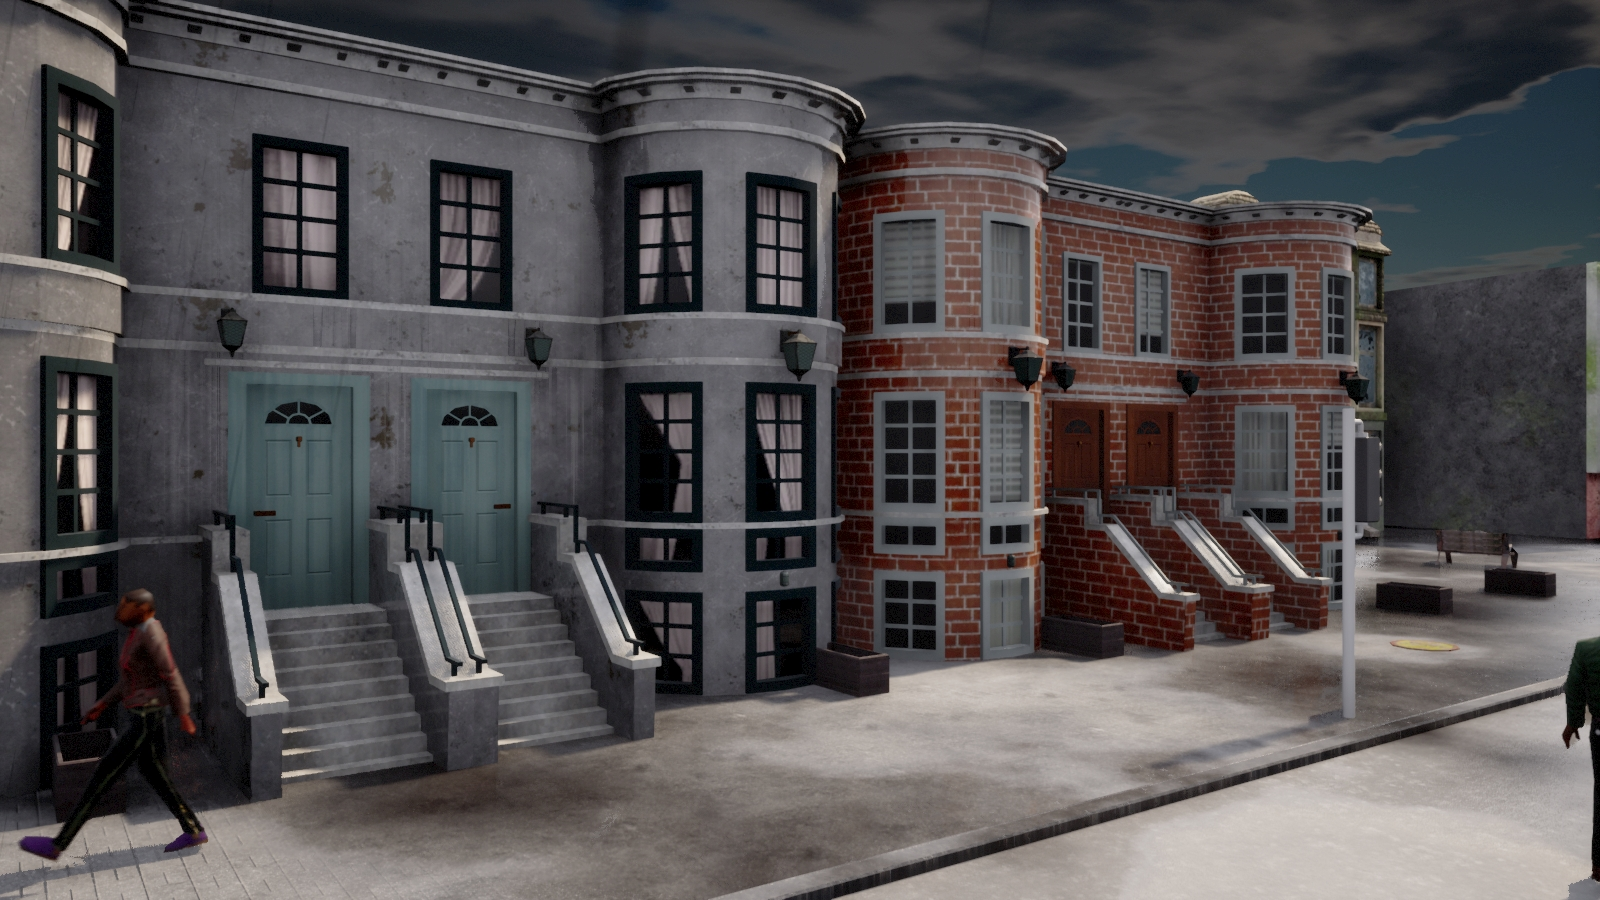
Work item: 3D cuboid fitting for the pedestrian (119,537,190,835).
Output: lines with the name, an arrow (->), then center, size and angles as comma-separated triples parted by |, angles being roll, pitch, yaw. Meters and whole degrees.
pedestrian -> -4.260, 1.524, 7.537 | 0.375, 1.860, 0.375 | 0, 0, -34

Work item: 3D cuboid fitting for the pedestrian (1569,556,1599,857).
pedestrian -> 5.196, 1.628, 7.263 | 0.375, 1.860, 0.375 | 0, 0, -25
